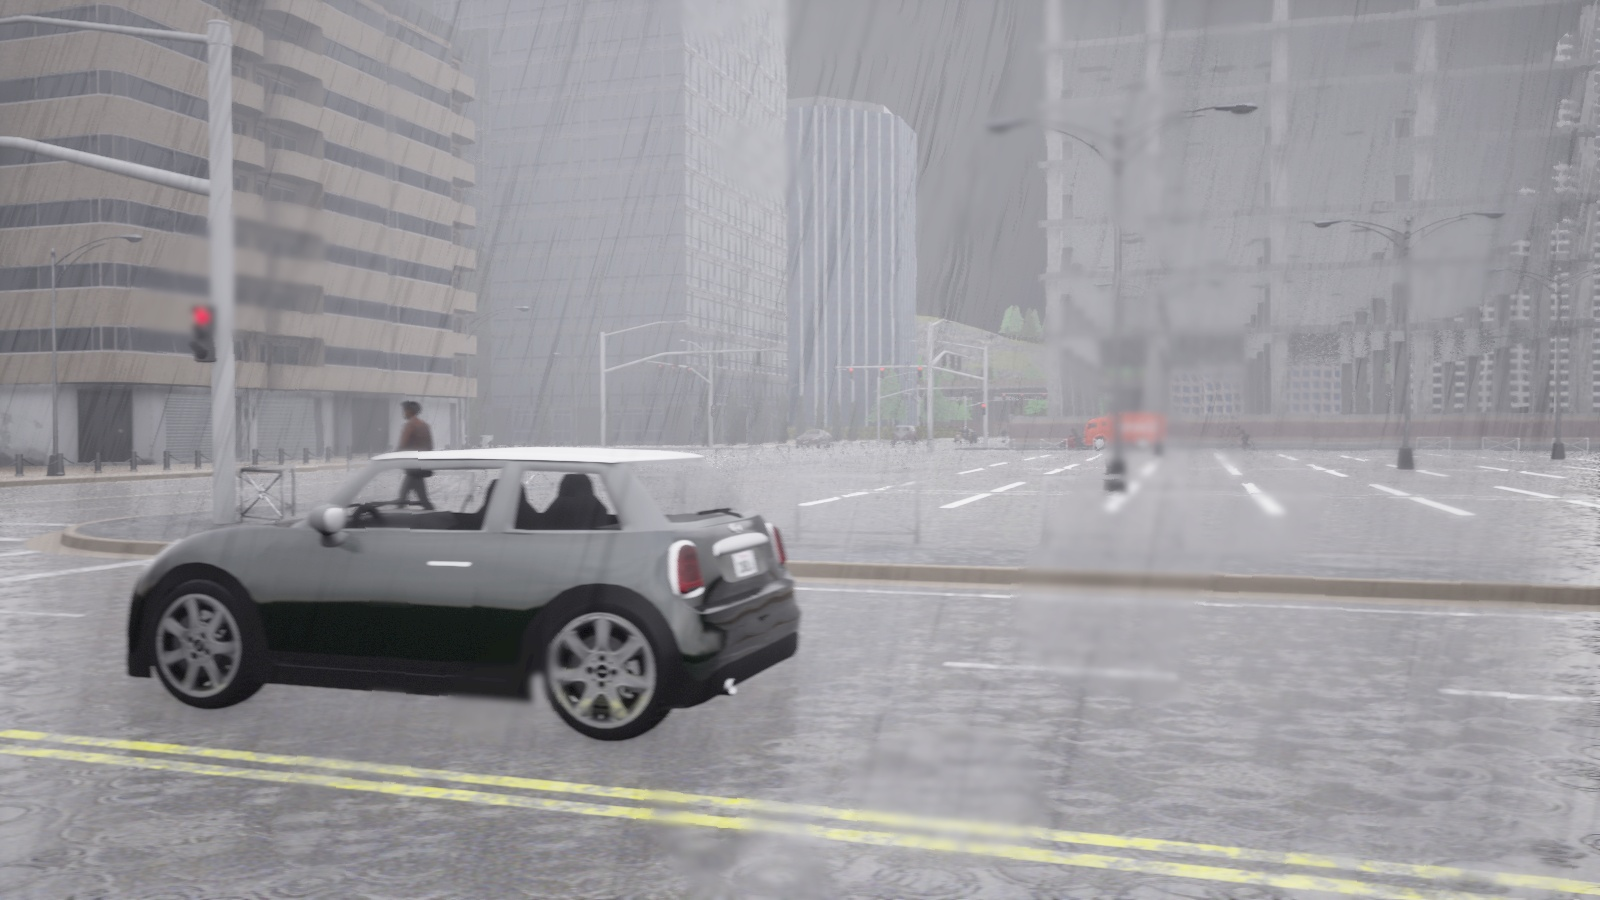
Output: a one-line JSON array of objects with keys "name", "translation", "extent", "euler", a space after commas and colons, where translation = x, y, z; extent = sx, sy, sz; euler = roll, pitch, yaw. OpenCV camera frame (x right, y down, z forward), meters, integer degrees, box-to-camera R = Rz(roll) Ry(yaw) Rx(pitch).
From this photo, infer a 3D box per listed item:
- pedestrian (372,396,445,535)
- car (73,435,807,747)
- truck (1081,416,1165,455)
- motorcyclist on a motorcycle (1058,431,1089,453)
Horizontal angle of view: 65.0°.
[{"name": "pedestrian", "translation": [-5.178, 0.199, 16.623], "extent": [0.869, 1.805, 0.328], "euler": [0, 1, 14]}, {"name": "car", "translation": [-2.079, 0.662, 7.578], "extent": [3.806, 1.475, 1.970], "euler": [1, 1, 19]}, {"name": "truck", "translation": [21.392, -0.969, 83.080], "extent": [5.204, 2.467, 2.627], "euler": [0, 1, 17]}, {"name": "motorcyclist on a motorcycle", "translation": [19.058, -0.579, 87.455], "extent": [2.044, 1.523, 0.797], "euler": [0, 1, 17]}]
